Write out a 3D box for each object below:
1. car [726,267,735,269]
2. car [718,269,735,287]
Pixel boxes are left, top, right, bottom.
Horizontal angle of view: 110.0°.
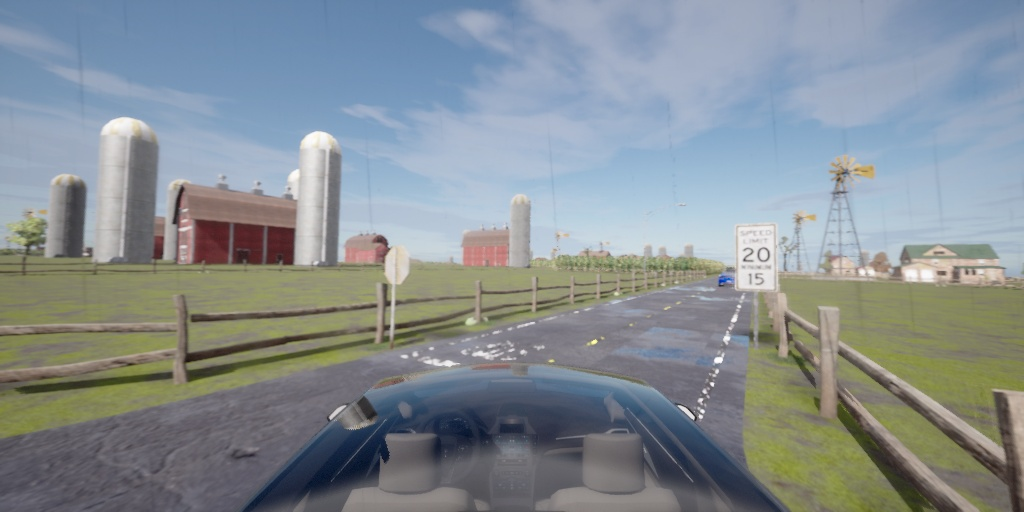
[{"bbox_3d":[27.649,2.341,44.526,2.150,2.045,5.566,0,-2,34],"label":"car"},{"bbox_3d":[21.943,2.315,35.993,1.882,1.535,5.008,0,-2,34],"label":"car"}]
